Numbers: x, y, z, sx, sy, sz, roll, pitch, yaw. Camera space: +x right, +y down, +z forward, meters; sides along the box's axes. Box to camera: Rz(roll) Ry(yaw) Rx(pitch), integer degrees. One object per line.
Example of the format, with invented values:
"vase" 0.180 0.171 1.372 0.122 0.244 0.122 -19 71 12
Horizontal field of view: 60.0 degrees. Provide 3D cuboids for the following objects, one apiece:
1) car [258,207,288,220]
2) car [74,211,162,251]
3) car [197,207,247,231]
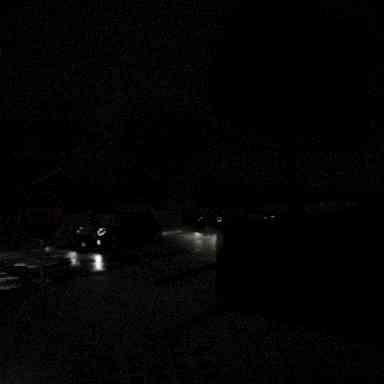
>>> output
"car" 8.371 2.276 33.552 1.837 1.490 4.892 -2 -2 36
"car" -3.554 1.798 16.637 2.097 1.767 4.553 -2 -2 35
"car" 2.314 1.962 25.009 2.097 1.767 4.553 -2 -2 35
